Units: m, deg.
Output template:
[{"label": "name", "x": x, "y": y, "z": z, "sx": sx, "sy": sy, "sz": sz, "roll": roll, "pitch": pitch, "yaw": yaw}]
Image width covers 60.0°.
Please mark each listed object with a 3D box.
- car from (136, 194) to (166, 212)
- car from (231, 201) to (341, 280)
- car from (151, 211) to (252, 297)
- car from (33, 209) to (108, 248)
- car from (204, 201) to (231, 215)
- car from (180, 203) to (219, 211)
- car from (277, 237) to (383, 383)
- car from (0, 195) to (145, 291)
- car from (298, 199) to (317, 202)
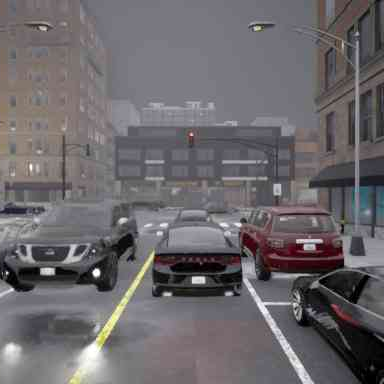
[{"label": "car", "x": -5.714, "y": 1.200, "z": 37.714, "sx": 5.566, "sy": 2.045, "sz": 2.150, "roll": 0, "pitch": 0, "yaw": 0}, {"label": "car", "x": 2.623, "y": 1.314, "z": 9.815, "sx": 2.192, "sy": 1.841, "sz": 5.009, "roll": 0, "pitch": 0, "yaw": 0}, {"label": "car", "x": 0.062, "y": 1.477, "z": 8.626, "sx": 1.882, "sy": 1.535, "sz": 5.008, "roll": 0, "pitch": 0, "yaw": -1}, {"label": "car", "x": -5.409, "y": 1.565, "z": 15.466, "sx": 1.947, "sy": 1.339, "sz": 4.313, "roll": 0, "pitch": 0, "yaw": 0}, {"label": "car", "x": 1.997, "y": 1.563, "z": 32.053, "sx": 5.357, "sy": 1.411, "sz": 2.033, "roll": 0, "pitch": 0, "yaw": -32}, {"label": "car", "x": 0.059, "y": 1.504, "z": 16.137, "sx": 1.837, "sy": 1.490, "sz": 4.892, "roll": 0, "pitch": 0, "yaw": 0}, {"label": "car", "x": 2.631, "y": 1.566, "z": 4.153, "sx": 1.947, "sy": 1.339, "sz": 4.313, "roll": 0, "pitch": 0, "yaw": 0}, {"label": "car", "x": -2.876, "y": 1.221, "z": 9.359, "sx": 2.150, "sy": 2.045, "sz": 5.566, "roll": 0, "pitch": 0, "yaw": 0}, {"label": "car", "x": 12.802, "y": 1.549, "z": 37.818, "sx": 5.008, "sy": 1.535, "sz": 1.882, "roll": 0, "pitch": 0, "yaw": 0}]
